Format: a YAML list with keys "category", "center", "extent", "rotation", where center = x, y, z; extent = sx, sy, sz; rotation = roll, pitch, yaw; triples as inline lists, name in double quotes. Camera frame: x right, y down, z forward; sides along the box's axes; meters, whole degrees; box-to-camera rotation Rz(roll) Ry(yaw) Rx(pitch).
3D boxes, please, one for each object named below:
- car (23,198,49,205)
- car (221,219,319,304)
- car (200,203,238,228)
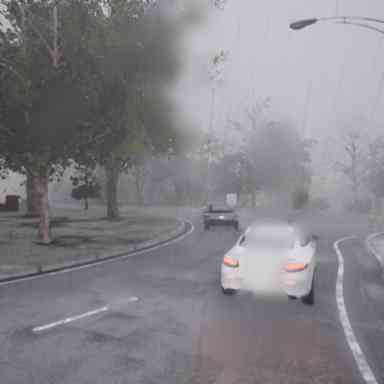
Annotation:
- category: "car"
  center: [-21.538, 1.126, 45.878]
  extent: [4.674, 1.442, 1.812]
  rotation: [0, 1, 38]
- category: "car"
  center: [2.017, 1.458, 8.050]
  extent: [1.812, 1.442, 4.674]
  rotation: [0, 1, 21]
- category: "car"
  center: [1.629, 1.383, 20.588]
  extent: [1.994, 1.385, 4.181]
  rotation: [0, 1, -1]
